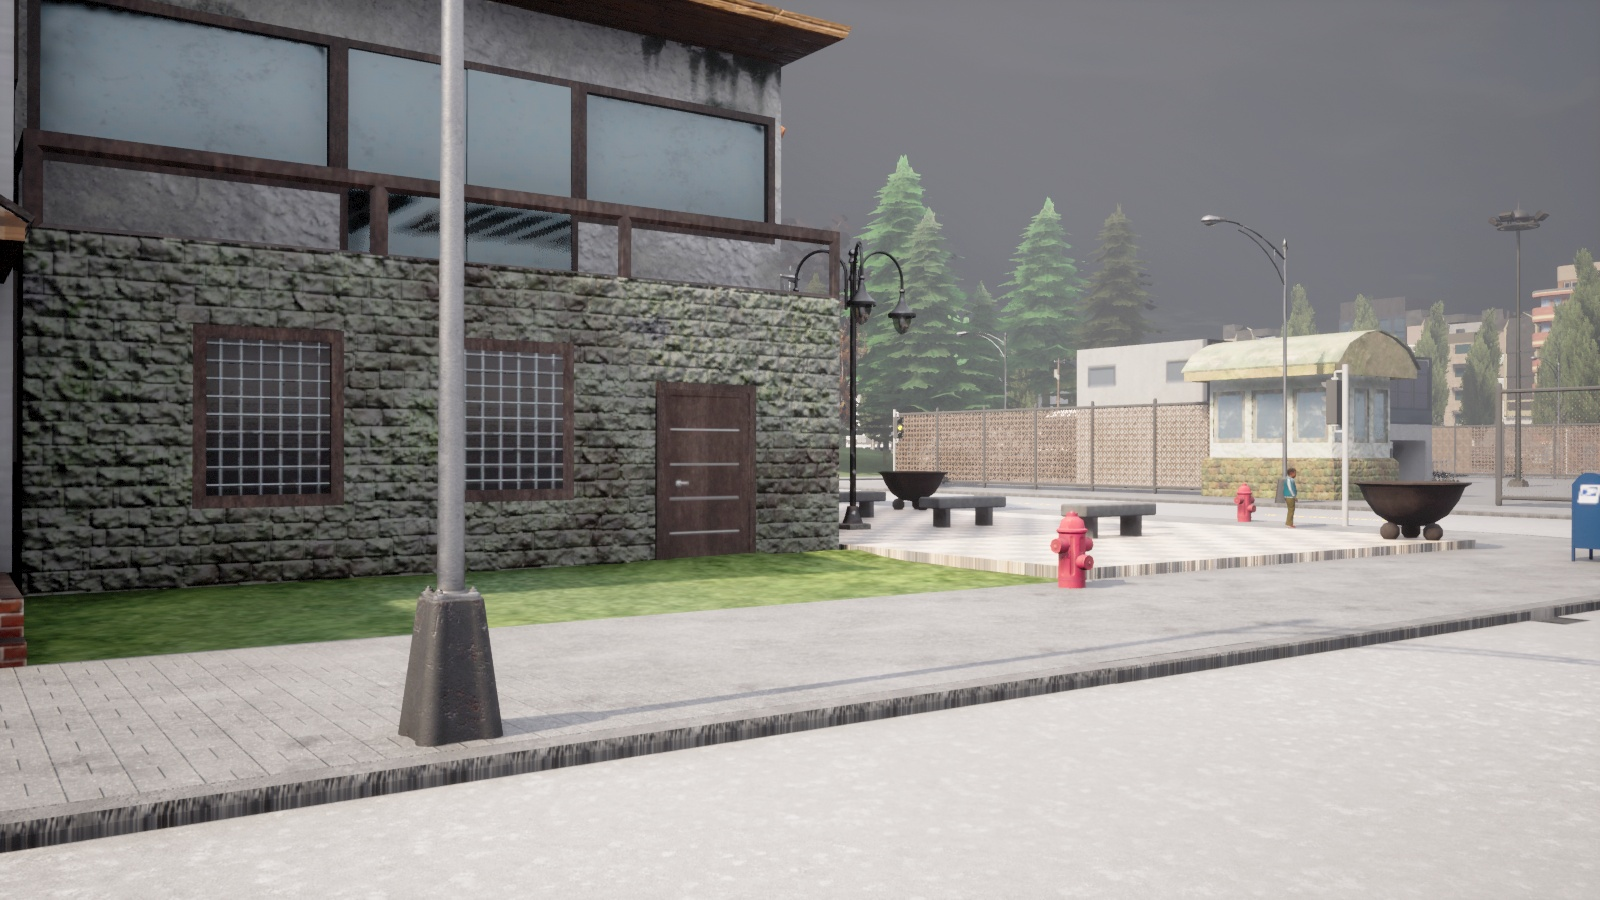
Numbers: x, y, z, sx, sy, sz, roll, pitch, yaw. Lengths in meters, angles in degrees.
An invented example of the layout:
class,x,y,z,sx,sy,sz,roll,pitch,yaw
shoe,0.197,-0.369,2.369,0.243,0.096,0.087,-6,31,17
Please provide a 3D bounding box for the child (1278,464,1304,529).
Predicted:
class,x,y,z,sx,sy,sz,roll,pitch,yaw
child,9.239,0.870,23.637,0.448,1.192,0.343,0,0,22

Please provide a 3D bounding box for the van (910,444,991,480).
class,x,y,z,sx,sy,sz,roll,pitch,yaw
van,8.448,0.651,70.230,4.442,1.987,1.775,0,0,-35

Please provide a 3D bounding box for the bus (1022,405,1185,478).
class,x,y,z,sx,sy,sz,roll,pitch,yaw
bus,18.819,-0.482,77.448,10.273,4.253,3.944,0,0,-35

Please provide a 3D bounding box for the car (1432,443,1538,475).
class,x,y,z,sx,sy,sz,roll,pitch,yaw
car,44.140,0.568,81.009,2.150,2.045,5.566,0,0,-41
